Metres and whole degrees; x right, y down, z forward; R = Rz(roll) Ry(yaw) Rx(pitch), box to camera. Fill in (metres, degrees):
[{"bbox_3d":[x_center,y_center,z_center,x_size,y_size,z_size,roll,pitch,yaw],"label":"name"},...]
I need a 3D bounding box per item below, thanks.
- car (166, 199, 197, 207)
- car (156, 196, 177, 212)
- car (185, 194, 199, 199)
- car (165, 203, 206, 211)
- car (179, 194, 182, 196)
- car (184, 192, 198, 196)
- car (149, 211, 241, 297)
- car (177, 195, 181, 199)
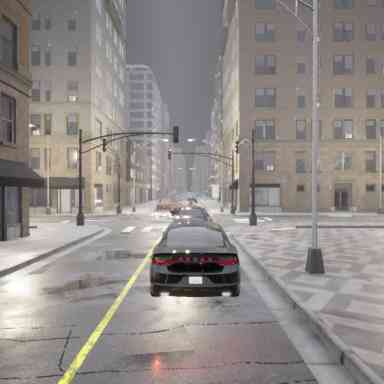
[{"bbox_3d":[-0.472,1.597,31.607,1.895,1.301,4.718,0,0,18],"label":"car"},{"bbox_3d":[-3.172,1.474,39.796,1.882,1.535,5.008,0,0,-1],"label":"car"},{"bbox_3d":[-0.030,1.523,64.914,1.812,1.442,4.674,0,-1,0],"label":"car"},{"bbox_3d":[0.073,1.546,18.428,2.033,1.411,5.357,0,0,5],"label":"car"},{"bbox_3d":[-3.179,1.501,59.701,1.837,1.490,4.892,0,0,0],"label":"car"},{"bbox_3d":[-0.163,1.352,80.708,2.097,1.767,4.553,0,0,0],"label":"car"},{"bbox_3d":[0.059,1.477,8.618,1.882,1.535,5.008,0,0,0],"label":"car"},{"bbox_3d":[-3.159,1.544,49.527,2.033,1.411,5.357,0,0,0],"label":"car"}]
